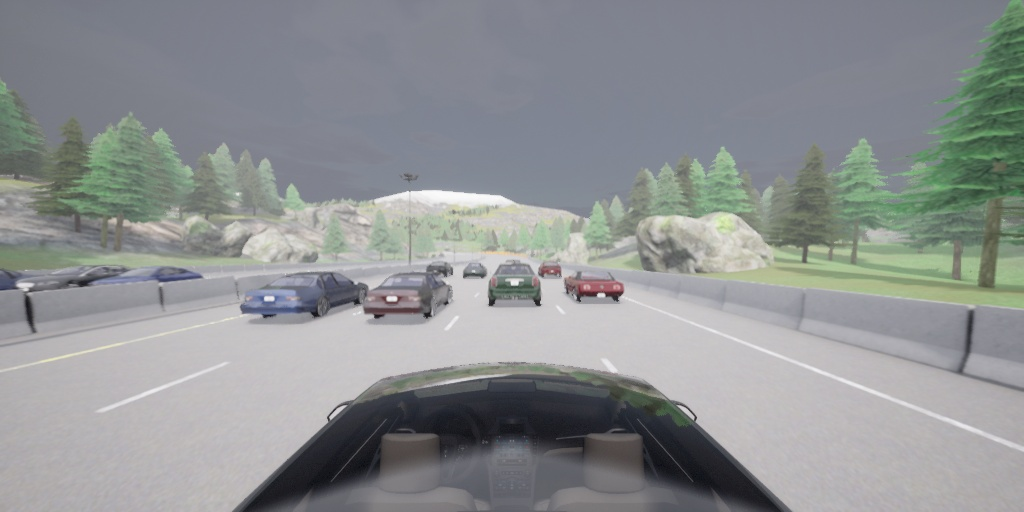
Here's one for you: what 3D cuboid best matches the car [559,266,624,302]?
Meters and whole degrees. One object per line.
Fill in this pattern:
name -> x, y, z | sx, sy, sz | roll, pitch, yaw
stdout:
car -> 3.602, 1.296, 16.689 | 1.895, 1.301, 4.718 | 0, 0, 0

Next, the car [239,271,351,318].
car -> -6.898, 1.250, 12.699 | 2.033, 1.411, 5.357 | 0, 0, 0

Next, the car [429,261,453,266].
car -> -6.896, 1.227, 34.723 | 1.882, 1.535, 5.008 | 0, 0, 0

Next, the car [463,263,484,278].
car -> -3.396, 1.306, 33.596 | 1.994, 1.385, 4.181 | 0, 0, 0

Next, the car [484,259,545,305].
car -> 0.102, 1.049, 15.782 | 2.097, 1.767, 4.553 | 0, 0, 0

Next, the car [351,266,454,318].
car -> -3.396, 1.250, 12.646 | 2.033, 1.411, 5.357 | 0, 0, 0

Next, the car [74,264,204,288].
car -> -17.597, 1.222, 17.561 | 1.812, 1.442, 4.674 | 0, 0, 0

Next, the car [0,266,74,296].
car -> -21.096, 1.188, 17.929 | 2.128, 1.511, 4.902 | 0, 0, 0

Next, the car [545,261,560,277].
car -> 3.604, 1.227, 34.717 | 1.882, 1.535, 5.008 | 0, 0, 0

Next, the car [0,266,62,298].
car -> -24.598, 1.245, 16.095 | 2.033, 1.411, 5.357 | 0, 0, 0
